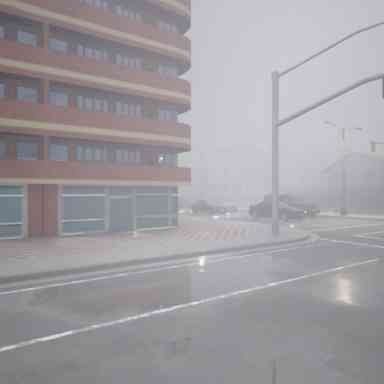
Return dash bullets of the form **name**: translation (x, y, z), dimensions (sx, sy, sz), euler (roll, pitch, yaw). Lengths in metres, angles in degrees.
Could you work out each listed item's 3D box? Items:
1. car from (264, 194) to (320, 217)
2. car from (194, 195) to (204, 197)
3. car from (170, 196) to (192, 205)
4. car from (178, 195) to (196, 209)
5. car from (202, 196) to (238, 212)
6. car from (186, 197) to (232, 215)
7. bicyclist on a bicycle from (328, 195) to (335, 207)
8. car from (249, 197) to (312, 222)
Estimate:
- **car**: translation (8.795, 1.221, 30.302), dimensions (2.150, 2.045, 5.566), euler (0, 0, -34)
- **car**: translation (0.728, 1.352, 62.452), dimensions (2.097, 1.767, 4.553), euler (0, 0, -35)
- **car**: translation (-2.124, 1.526, 60.506), dimensions (1.812, 1.442, 4.674), euler (0, 0, -34)
- **car**: translation (-1.989, 1.505, 45.952), dimensions (1.837, 1.490, 4.892), euler (0, 0, -34)
- **car**: translation (3.256, 1.526, 38.348), dimensions (1.812, 1.442, 4.674), euler (0, 0, -35)
- **car**: translation (1.685, 1.526, 34.449), dimensions (1.812, 1.442, 4.674), euler (0, 0, -35)
- **bicyclist on a bicycle**: translation (19.295, 1.301, 45.856), dimensions (1.656, 1.620, 0.582), euler (0, 0, -35)
- **car**: translation (6.808, 1.478, 26.973), dimensions (1.882, 1.535, 5.008), euler (0, 0, -34)
